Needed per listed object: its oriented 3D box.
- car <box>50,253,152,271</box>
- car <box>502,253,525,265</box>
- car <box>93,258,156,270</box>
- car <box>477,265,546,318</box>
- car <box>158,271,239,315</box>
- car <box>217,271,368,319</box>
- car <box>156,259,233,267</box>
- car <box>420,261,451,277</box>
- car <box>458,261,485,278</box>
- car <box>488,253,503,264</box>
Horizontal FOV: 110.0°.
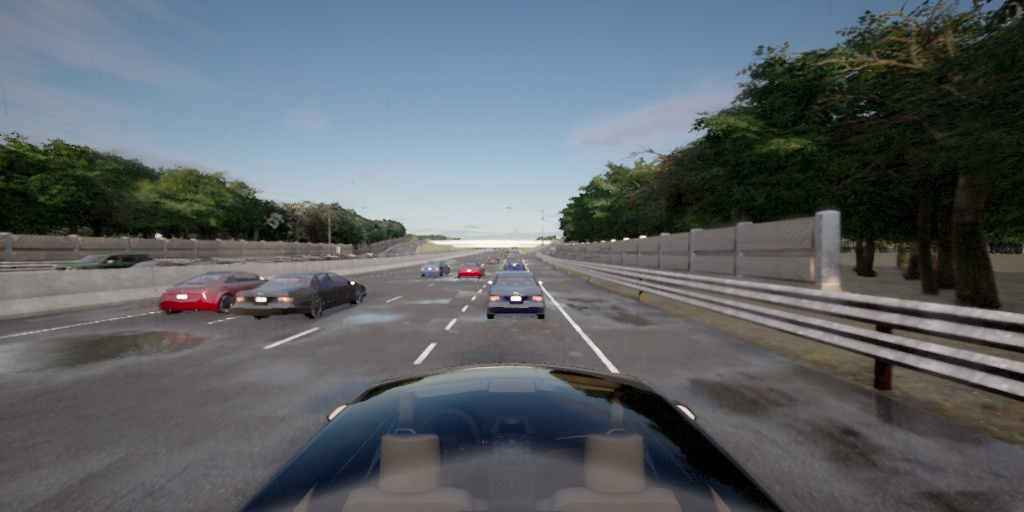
[{"bbox_3d":[-28.021,0.827,24.907,2.150,2.045,5.566,0,0,0],"label":"car"},{"bbox_3d":[0.253,0.869,36.750,2.097,1.767,4.553,0,1,0],"label":"car"},{"bbox_3d":[-24.524,1.086,24.460,1.882,1.535,5.008,0,0,0],"label":"car"},{"bbox_3d":[0.121,1.230,12.572,2.033,1.411,5.357,0,0,0],"label":"car"},{"bbox_3d":[-10.376,1.242,13.293,1.994,1.385,4.181,0,0,0],"label":"car"},{"bbox_3d":[-6.882,1.231,12.367,2.033,1.411,5.357,0,0,0],"label":"car"},{"bbox_3d":[-21.023,1.112,24.694,1.837,1.490,4.892,0,0,0],"label":"car"},{"bbox_3d":[-6.783,1.106,32.170,2.033,1.411,5.357,0,0,0],"label":"car"},{"bbox_3d":[-3.393,1.135,30.551,1.994,1.385,4.181,0,0,0],"label":"car"},{"bbox_3d":[-3.097,0.547,61.094,2.128,1.511,4.902,0,2,1],"label":"car"}]
